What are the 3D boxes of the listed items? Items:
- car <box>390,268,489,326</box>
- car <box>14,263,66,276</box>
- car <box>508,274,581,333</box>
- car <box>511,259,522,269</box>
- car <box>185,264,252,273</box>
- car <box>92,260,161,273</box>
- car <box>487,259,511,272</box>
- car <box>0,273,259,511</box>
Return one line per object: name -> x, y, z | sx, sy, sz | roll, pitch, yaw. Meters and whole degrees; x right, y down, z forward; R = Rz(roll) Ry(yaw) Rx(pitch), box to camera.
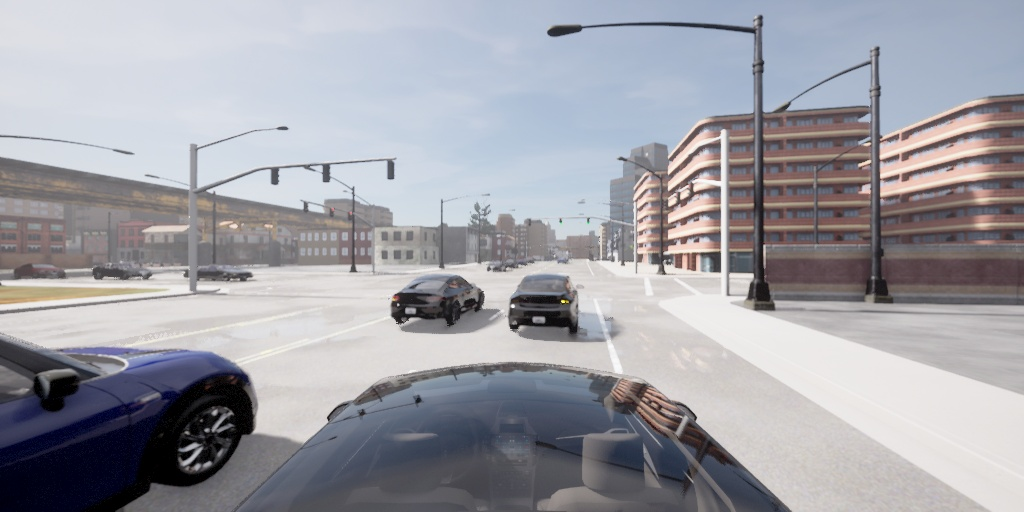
car -> -2.305, 1.319, 11.925 | 1.812, 1.442, 4.674 | 0, 0, 11
car -> -45.102, 1.415, 34.215 | 4.674, 1.442, 1.812 | 0, 0, 15
car -> 1.115, 1.296, 11.096 | 1.837, 1.490, 4.892 | 0, 0, 11
car -> -0.212, 1.192, 57.102 | 1.882, 1.535, 5.008 | 0, 1, 11
car -> -24.891, 1.420, 30.381 | 5.357, 1.411, 2.033 | 0, 0, 10
car -> -34.930, 1.373, 32.162 | 4.902, 1.511, 2.128 | 0, 0, 10
car -> -2.014, 1.302, 47.825 | 2.128, 1.511, 4.902 | 0, 0, 11
car -> -3.857, 1.103, 1.912 | 2.097, 1.767, 4.553 | 0, 0, 6
